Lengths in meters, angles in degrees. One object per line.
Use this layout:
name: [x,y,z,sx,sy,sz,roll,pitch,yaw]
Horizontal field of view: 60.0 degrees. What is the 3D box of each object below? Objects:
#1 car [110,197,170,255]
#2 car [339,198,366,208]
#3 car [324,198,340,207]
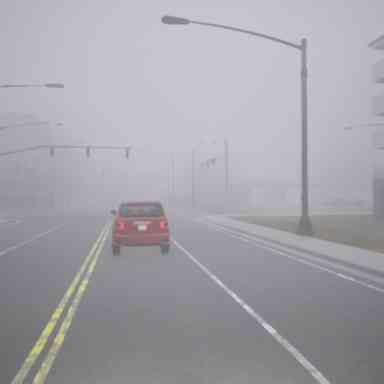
car: [-2.266,1.357,14.259,2.150,2.045,5.566,0,0,-12]
car: [29.072,1.951,59.393,5.008,1.535,1.882,0,0,-35]
car: [26.552,1.855,61.890,4.553,1.767,2.097,0,-1,-34]
